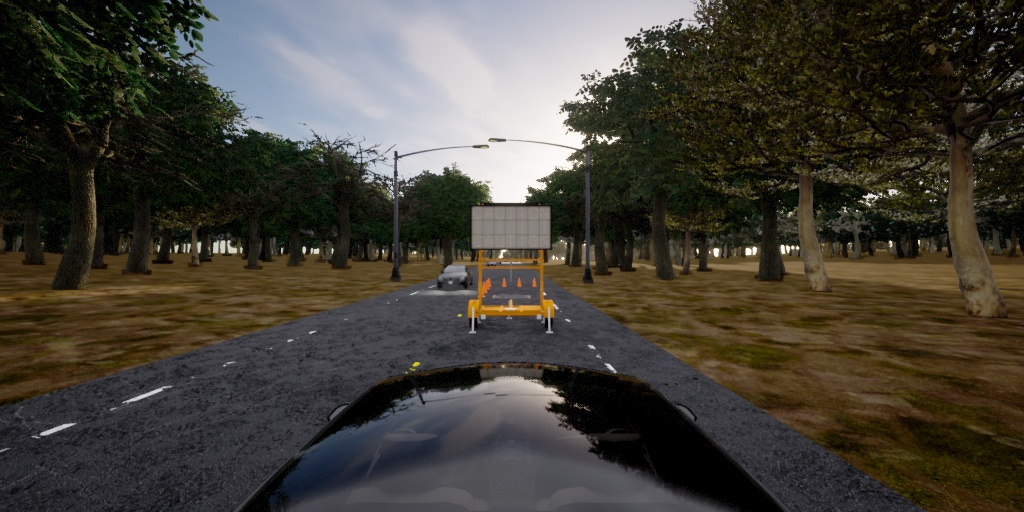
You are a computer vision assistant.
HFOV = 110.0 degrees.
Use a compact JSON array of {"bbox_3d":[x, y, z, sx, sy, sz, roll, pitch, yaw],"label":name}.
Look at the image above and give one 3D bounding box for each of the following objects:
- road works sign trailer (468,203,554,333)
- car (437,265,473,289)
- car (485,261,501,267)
[{"bbox_3d":[-0.027,0.223,10.723,2.380,3.560,2.880,0,0,0],"label":"road works sign trailer"},{"bbox_3d":[-3.616,1.301,23.382,1.812,1.442,4.674,0,0,0],"label":"car"},{"bbox_3d":[-3.638,1.389,63.956,2.033,1.411,5.357,0,0,1],"label":"car"}]
